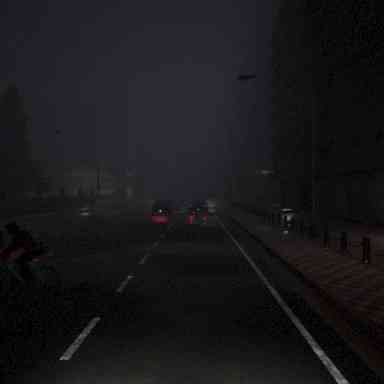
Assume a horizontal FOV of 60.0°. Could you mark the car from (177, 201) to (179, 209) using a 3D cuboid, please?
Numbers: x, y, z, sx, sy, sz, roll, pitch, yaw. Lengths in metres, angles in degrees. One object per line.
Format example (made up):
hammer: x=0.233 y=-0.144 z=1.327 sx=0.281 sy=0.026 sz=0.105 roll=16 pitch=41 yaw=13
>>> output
car: x=-2.730 y=1.564 z=42.293 sx=1.994 sy=1.385 sz=4.181 roll=0 pitch=0 yaw=1

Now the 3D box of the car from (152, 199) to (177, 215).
car: x=-2.881 y=1.505 z=33.382 sx=1.837 sy=1.490 sz=4.892 roll=0 pitch=0 yaw=1

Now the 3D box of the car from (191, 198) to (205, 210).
car: x=0.800 y=1.526 z=44.187 sx=1.812 sy=1.442 sz=4.674 roll=0 pitch=0 yaw=1

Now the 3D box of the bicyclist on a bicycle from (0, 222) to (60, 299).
bicyclist on a bicycle: x=-3.586 y=1.455 z=6.961 sx=1.656 sy=1.620 sz=0.582 roll=-2 pitch=0 yaw=1

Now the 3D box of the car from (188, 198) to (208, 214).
car: x=0.654 y=1.526 z=35.244 sx=1.812 sy=1.442 sz=4.674 roll=0 pitch=0 yaw=1

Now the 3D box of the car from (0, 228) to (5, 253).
car: x=-6.986 y=1.491 z=8.750 sx=2.128 sy=1.511 sz=4.902 roll=0 pitch=0 yaw=1
